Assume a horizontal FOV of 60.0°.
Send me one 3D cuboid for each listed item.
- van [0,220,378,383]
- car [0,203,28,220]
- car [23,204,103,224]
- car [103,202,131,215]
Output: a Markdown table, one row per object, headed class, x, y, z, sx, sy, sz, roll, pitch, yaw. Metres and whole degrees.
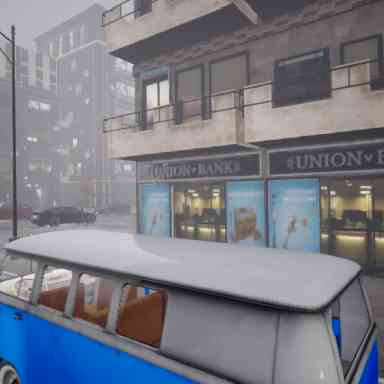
| class | x | y | z | sx | sy | sz | roll | pitch | yaw |
| --- | --- | --- | --- | --- | --- | --- | --- | --- | --- |
| van | -0.422 | 1.342 | 3.162 | 3.998 | 1.788 | 1.690 | 0 | -1 | 36 |
| car | -15.270 | 1.608 | 27.301 | 1.967 | 1.590 | 4.097 | -2 | -1 | 36 |
| car | -8.518 | 1.583 | 22.334 | 1.947 | 1.339 | 4.313 | -2 | -1 | 36 |
| car | -8.591 | 1.797 | 36.385 | 1.947 | 1.339 | 4.313 | -2 | -1 | 36 |
